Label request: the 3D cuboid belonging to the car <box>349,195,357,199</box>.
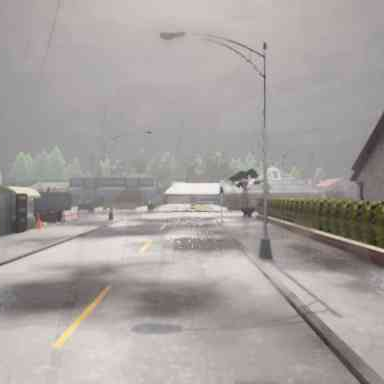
[{"bbox_3d":[37.959,1.700,77.616,1.905,1.878,3.866,0,-1,0],"label":"car"}]
